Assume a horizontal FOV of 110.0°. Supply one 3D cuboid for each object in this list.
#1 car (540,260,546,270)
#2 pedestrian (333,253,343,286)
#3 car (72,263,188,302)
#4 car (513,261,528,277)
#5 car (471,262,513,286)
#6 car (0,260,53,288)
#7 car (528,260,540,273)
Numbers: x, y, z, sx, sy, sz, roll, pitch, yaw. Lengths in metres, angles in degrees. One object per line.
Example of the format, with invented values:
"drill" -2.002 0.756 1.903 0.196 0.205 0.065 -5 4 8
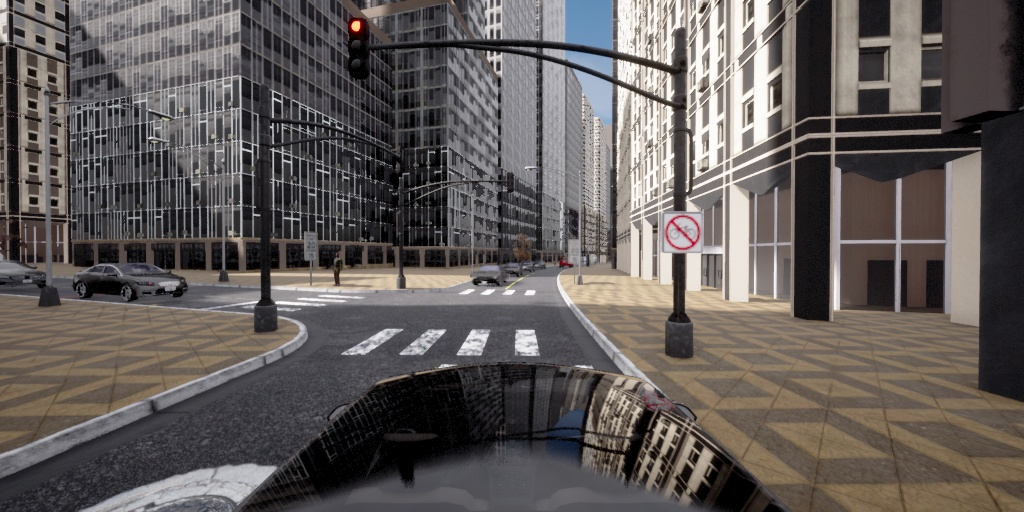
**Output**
"car" 4.255 1.413 57.303 2.128 1.511 4.902 0 0 14
"pedestrian" -9.513 0.716 19.490 0.375 1.860 0.375 0 0 16
"car" -16.362 1.043 15.395 4.902 1.511 2.128 1 1 16
"car" 0.062 1.362 36.595 2.033 1.411 5.357 0 0 9
"car" -1.441 1.324 25.602 2.033 1.411 5.357 0 0 7
"car" -25.921 0.941 18.198 4.674 1.442 1.812 1 1 17
"car" 1.909 1.356 46.866 2.128 1.511 4.902 0 0 11
